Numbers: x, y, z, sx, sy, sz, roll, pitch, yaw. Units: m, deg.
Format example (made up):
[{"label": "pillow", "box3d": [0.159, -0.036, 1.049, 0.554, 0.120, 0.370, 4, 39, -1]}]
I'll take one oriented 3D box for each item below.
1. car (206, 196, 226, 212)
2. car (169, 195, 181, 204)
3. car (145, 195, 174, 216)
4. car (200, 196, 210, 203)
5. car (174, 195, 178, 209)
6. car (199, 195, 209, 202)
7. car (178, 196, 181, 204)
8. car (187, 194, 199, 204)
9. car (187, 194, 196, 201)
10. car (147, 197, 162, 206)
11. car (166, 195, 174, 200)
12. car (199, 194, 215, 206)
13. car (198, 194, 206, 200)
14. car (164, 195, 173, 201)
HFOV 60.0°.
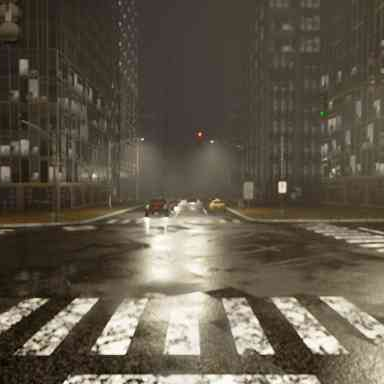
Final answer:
[{"label": "car", "box3d": [2.790, 1.477, 37.043, 1.752, 1.417, 4.829, -1, 0, 0]}, {"label": "car", "box3d": [-3.049, 1.384, 61.191, 1.882, 1.535, 5.008, 0, 0, 0]}, {"label": "car", "box3d": [-3.127, 1.312, 31.407, 2.097, 1.767, 4.553, 0, 0, 1]}, {"label": "car", "box3d": [2.648, 1.455, 69.634, 1.947, 1.339, 4.313, -1, 0, 0]}, {"label": "car", "box3d": [-3.110, 1.423, 40.705, 1.882, 1.535, 5.008, 0, 0, 0]}, {"label": "car", "box3d": [2.646, 1.428, 75.308, 2.008, 1.369, 4.403, -1, 0, 0]}, {"label": "car", "box3d": [-3.088, 1.528, 50.716, 1.895, 1.301, 4.718, 0, 0, 0]}, {"label": "car", "box3d": [-0.028, 1.503, 62.967, 1.895, 1.301, 4.718, 0, 0, 0]}, {"label": "car", "box3d": [-0.032, 1.192, 72.940, 1.882, 1.535, 5.008, 0, 0, 0]}, {"label": "car", "box3d": [-5.863, 1.490, 52.671, 1.947, 1.339, 4.313, -1, 0, 0]}, {"label": "car", "box3d": [-5.706, 1.417, 86.713, 1.947, 1.339, 4.313, -1, 0, 0]}, {"label": "car", "box3d": [2.690, 1.240, 52.124, 2.192, 1.841, 5.009, -1, 0, 0]}, {"label": "car", "box3d": [2.639, 1.291, 86.657, 1.967, 1.590, 4.097, -1, 0, 0]}, {"label": "car", "box3d": [-5.704, 1.446, 81.040, 1.802, 1.307, 4.206, -1, 0, 0]}]
